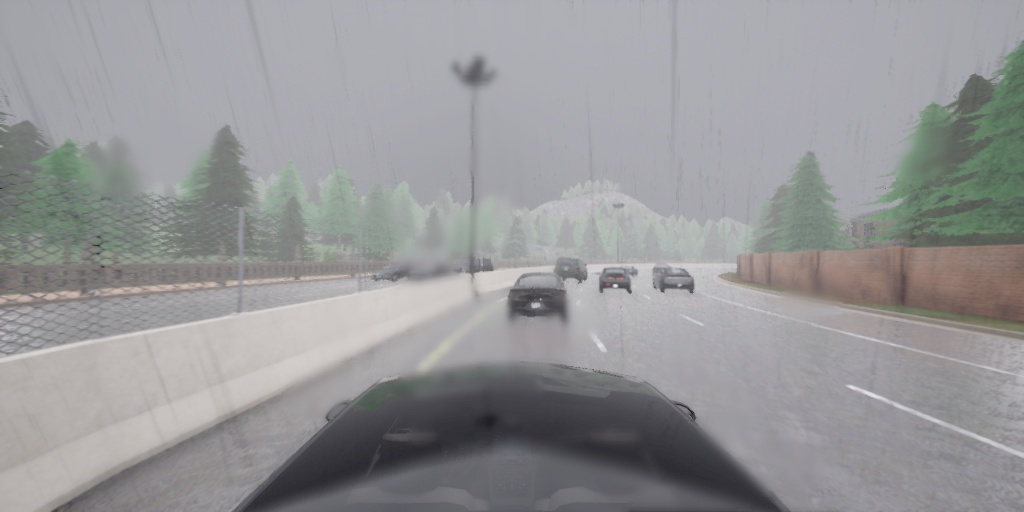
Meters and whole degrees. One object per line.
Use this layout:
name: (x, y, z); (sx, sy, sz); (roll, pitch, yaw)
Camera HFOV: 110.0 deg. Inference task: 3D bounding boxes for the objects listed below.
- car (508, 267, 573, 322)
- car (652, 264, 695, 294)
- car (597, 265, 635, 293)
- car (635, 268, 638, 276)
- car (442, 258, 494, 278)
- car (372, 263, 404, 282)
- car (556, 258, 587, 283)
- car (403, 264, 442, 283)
car: (1.009, 1.315, 12.833); (1.882, 1.535, 5.008); (0, 0, 7)
car: (10.085, 1.473, 22.665); (2.128, 1.511, 4.902); (0, 0, 14)
car: (6.518, 1.460, 22.947); (1.837, 1.490, 4.892); (0, 0, 14)
car: (13.571, 1.746, 41.927); (1.895, 1.301, 4.718); (0, 0, 26)
car: (-3.098, 1.191, 28.607); (2.150, 2.045, 5.566); (0, 0, 16)
car: (-9.823, 1.380, 30.554); (2.128, 1.511, 4.902); (0, 0, 16)
car: (5.174, 1.220, 30.936); (2.150, 2.045, 5.566); (0, 0, 18)
car: (-6.487, 1.380, 29.486); (1.882, 1.535, 5.008); (0, -1, 16)
